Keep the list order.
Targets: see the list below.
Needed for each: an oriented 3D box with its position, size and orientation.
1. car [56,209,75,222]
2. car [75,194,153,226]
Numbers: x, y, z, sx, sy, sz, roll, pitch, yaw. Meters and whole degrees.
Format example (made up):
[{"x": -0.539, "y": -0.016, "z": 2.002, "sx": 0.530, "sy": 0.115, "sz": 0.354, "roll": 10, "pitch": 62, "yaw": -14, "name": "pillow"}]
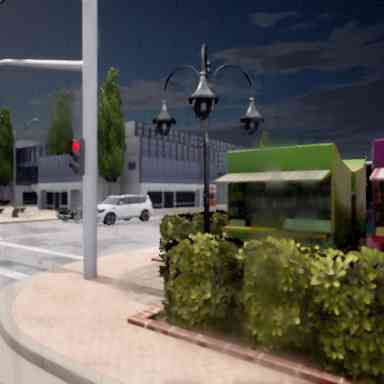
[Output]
[{"x": -8.155, "y": 1.624, "z": 26.200, "sx": 1.895, "sy": 1.301, "sz": 4.718, "roll": 0, "pitch": 0, "yaw": 37, "name": "car"}, {"x": -5.246, "y": 1.235, "z": 24.246, "sx": 2.150, "sy": 2.045, "sz": 5.566, "roll": 0, "pitch": 1, "yaw": 37, "name": "car"}]
